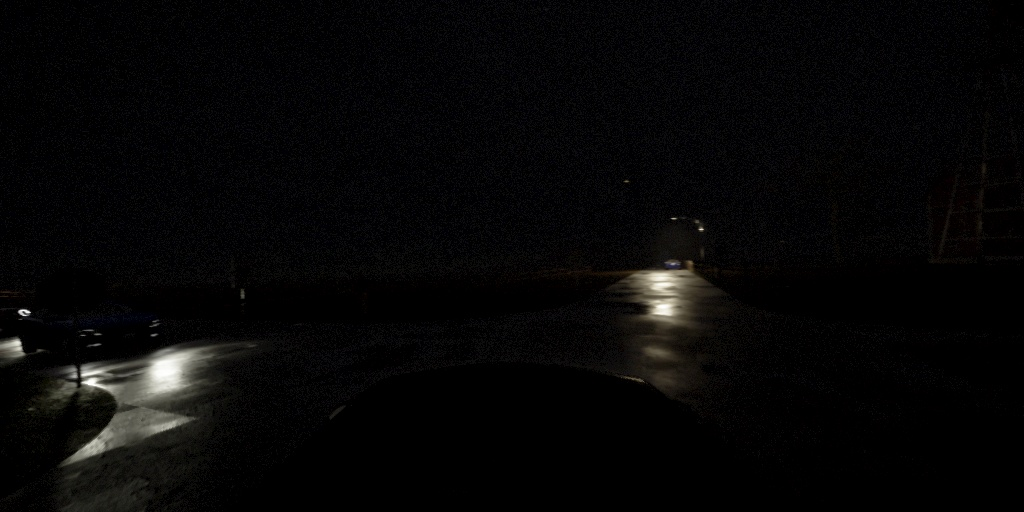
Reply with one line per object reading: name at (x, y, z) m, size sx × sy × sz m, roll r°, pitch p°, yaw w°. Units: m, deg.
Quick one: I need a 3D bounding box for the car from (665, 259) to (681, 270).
car at (25.609, 1.337, 57.097) m, size 2.097 × 1.767 × 4.553 m, roll -2°, pitch -2°, yaw 23°

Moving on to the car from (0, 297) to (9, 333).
car at (-22.944, 2.556, 15.410) m, size 4.553 × 1.767 × 2.097 m, roll -3°, pitch 0°, yaw 24°

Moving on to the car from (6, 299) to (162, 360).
car at (-13.113, 2.106, 11.135) m, size 5.008 × 1.535 × 1.882 m, roll -3°, pitch 0°, yaw 23°

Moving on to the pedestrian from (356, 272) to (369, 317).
pedestrian at (-6.010, 1.546, 14.448) m, size 0.375 × 1.860 × 0.375 m, roll -2°, pitch 1°, yaw 23°
